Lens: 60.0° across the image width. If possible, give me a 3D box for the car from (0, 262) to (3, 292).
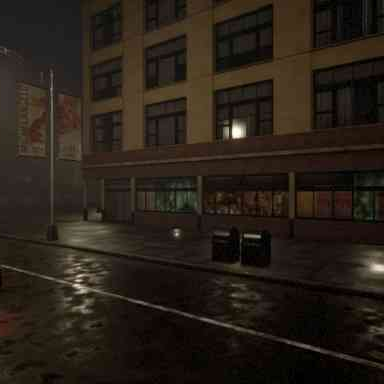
[{"bbox_3d":[-5.832,1.564,7.719,1.994,1.385,4.181,0,0,-40],"label":"car"}]
